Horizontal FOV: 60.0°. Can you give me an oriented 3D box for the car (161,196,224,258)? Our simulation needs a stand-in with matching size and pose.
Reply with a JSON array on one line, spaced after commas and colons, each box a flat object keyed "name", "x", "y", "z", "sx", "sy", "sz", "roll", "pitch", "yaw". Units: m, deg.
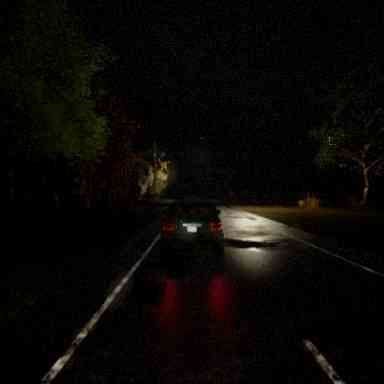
[{"name": "car", "x": 0.003, "y": 1.303, "z": 13.300, "sx": 2.150, "sy": 2.045, "sz": 5.566, "roll": 0, "pitch": 0, "yaw": 0}]

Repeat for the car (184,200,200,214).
[{"name": "car", "x": 0.006, "y": 1.739, "z": 39.274, "sx": 1.837, "sy": 1.490, "sz": 4.892, "roll": 0, "pitch": 0, "yaw": 0}]
